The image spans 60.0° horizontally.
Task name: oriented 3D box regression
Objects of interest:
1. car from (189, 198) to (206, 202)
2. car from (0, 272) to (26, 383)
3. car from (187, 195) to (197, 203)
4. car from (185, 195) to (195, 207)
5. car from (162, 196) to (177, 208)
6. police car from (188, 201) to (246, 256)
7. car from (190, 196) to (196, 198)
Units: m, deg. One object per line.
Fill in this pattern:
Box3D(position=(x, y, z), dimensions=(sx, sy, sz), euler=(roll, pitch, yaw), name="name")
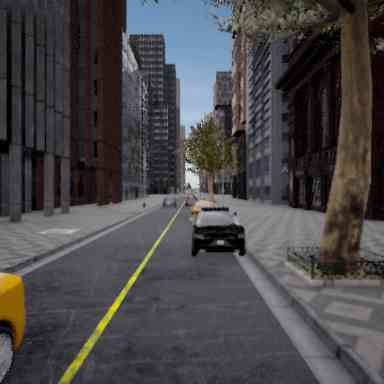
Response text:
Box3D(position=(0.893, 1.419, 23.051), dimensions=(1.882, 1.535, 5.008), euler=(0, 0, 0), name="car")
Box3D(position=(-3.101, 1.471, 2.300), dimensions=(1.882, 1.535, 5.008), euler=(0, 0, 0), name="car")
Box3D(position=(-0.018, 1.313, 63.603), dimensions=(1.882, 1.535, 5.008), euler=(0, 0, 0), name="car")
Box3D(position=(-0.006, 1.437, 49.364), dimensions=(1.994, 1.385, 4.181), euler=(0, 0, 0), name="car")
Box3D(position=(-3.090, 1.373, 46.302), dimensions=(2.128, 1.511, 4.902), euler=(0, 0, 0), name="car")
Box3D(position=(0.896, 1.392, 13.161), dimensions=(1.930, 1.638, 5.238), euler=(0, 0, 0), name="police car")
Box3D(position=(0.891, 1.380, 29.241), dimensions=(1.801, 1.575, 5.366), euler=(0, 0, 0), name="car")
